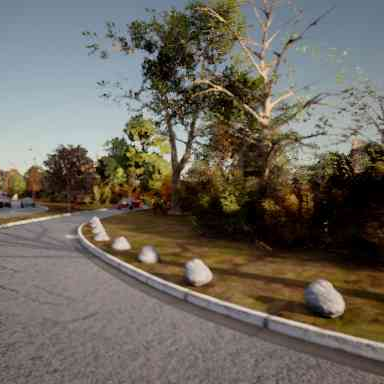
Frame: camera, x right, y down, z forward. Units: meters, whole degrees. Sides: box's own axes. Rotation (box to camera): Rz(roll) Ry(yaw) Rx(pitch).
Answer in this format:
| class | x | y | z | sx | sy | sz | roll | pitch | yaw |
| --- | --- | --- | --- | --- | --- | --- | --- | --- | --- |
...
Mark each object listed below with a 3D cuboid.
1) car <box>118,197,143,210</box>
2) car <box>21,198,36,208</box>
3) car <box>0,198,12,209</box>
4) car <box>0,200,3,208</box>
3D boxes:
| class | x | y | z | sx | sy | sz | roll | pitch | yaw |
| --- | --- | --- | --- | --- | --- | --- | --- | --- | --- |
| car | -8.576 | 1.538 | 46.821 | 2.097 | 1.767 | 4.553 | 0 | 1 | 14 |
| car | -25.795 | 1.774 | 52.366 | 1.837 | 1.490 | 4.892 | 0 | 0 | -30 |
| car | -28.896 | 1.747 | 51.277 | 1.882 | 1.535 | 5.008 | 0 | 0 | -32 |
| car | -19.080 | 1.700 | 29.383 | 1.812 | 1.442 | 4.674 | 0 | -1 | -3 |
